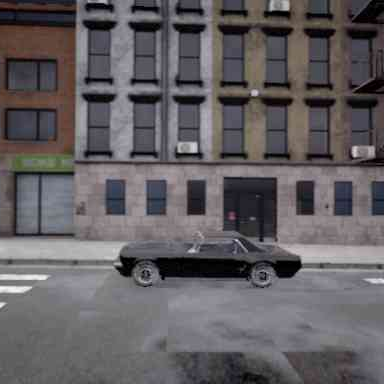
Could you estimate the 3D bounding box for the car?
[{"bbox_3d":[0.359,1.737,9.039,4.718,1.301,1.895,2,-1,-3],"label":"car"}]
